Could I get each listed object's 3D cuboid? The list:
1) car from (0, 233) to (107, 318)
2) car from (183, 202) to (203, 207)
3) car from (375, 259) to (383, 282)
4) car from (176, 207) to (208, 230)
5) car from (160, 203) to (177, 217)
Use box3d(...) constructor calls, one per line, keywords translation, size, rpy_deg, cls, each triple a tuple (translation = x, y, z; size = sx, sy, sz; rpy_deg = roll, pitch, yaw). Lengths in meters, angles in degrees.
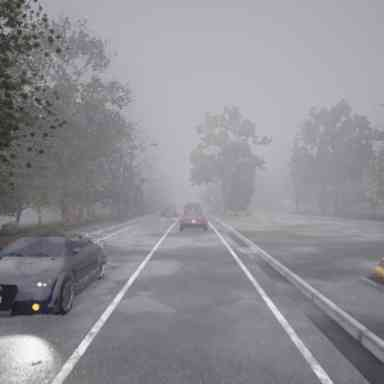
box3d(translation=(-3.344, 1.655, 7.597), size=(1.994, 1.385, 4.181), rpy_deg=(0, -1, 0), cls="car")
box3d(translation=(0.129, 2.244, 40.325), size=(2.150, 2.045, 5.566), rpy_deg=(0, -2, 0), cls="car")
box3d(translation=(6.905, 1.539, 7.154), size=(5.366, 1.575, 1.946), rpy_deg=(0, -1, 0), cls="car")
box3d(translation=(0.119, 2.026, 24.528), size=(1.994, 1.385, 4.181), rpy_deg=(0, -2, 0), cls="car")
box3d(translation=(-3.300, 2.575, 48.438), size=(2.150, 2.045, 5.566), rpy_deg=(0, -2, 0), cls="car")
